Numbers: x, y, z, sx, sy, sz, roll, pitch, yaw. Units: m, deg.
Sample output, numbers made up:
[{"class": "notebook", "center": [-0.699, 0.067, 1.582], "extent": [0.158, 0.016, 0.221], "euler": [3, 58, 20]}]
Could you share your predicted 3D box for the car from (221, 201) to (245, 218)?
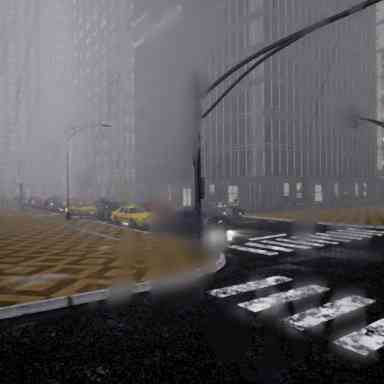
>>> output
[{"class": "car", "center": [2.494, 1.455, 27.736], "extent": [2.008, 1.369, 4.403], "euler": [-1, 1, -36]}]

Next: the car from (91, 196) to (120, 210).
[{"class": "car", "center": [-11.009, 1.390, 42.074], "extent": [1.882, 1.535, 5.008], "euler": [-1, 1, -36]}]

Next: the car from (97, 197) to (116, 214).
[{"class": "car", "center": [-6.584, 1.521, 30.857], "extent": [2.033, 1.411, 5.357], "euler": [-1, 1, -36]}]

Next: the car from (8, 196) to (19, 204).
[{"class": "car", "center": [-33.220, 1.494, 63.652], "extent": [2.008, 1.369, 4.403], "euler": [-1, 1, -36]}]

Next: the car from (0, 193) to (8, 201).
[{"class": "car", "center": [-46.204, 1.449, 81.694], "extent": [1.887, 1.381, 4.507], "euler": [-1, 1, -36]}]

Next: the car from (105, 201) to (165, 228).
[{"class": "car", "center": [-4.013, 1.552, 22.844], "extent": [1.752, 1.417, 4.829], "euler": [-1, 1, -36]}]

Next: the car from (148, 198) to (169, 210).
[{"class": "car", "center": [-4.057, 1.328, 36.716], "extent": [1.967, 1.590, 4.097], "euler": [-1, 1, -36]}]

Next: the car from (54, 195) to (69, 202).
[{"class": "car", "center": [-26.824, 1.407, 68.255], "extent": [1.802, 1.307, 4.206], "euler": [-1, 1, -36]}]

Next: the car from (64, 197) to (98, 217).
[{"class": "car", "center": [-10.448, 1.533, 31.908], "extent": [1.752, 1.417, 4.829], "euler": [-1, 1, -36]}]

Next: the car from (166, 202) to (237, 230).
[{"class": "car", "center": [0.488, 1.557, 21.031], "extent": [1.994, 1.385, 4.181], "euler": [-1, 1, -36]}]

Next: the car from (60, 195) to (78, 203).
[{"class": "car", "center": [-23.578, 1.385, 63.744], "extent": [2.008, 1.369, 4.403], "euler": [-1, 1, -36]}]

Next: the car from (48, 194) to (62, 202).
[{"class": "car", "center": [-30.071, 1.256, 72.764], "extent": [1.967, 1.590, 4.097], "euler": [-1, 1, -36]}]

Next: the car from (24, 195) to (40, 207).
[{"class": "car", "center": [-23.483, 1.411, 50.120], "extent": [1.967, 1.590, 4.097], "euler": [-1, 1, -36]}]

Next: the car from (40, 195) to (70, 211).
[{"class": "car", "center": [-16.991, 1.429, 41.099], "extent": [1.967, 1.590, 4.097], "euler": [-1, 1, -36]}]

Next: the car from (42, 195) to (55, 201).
[{"class": "car", "center": [-33.416, 1.331, 77.413], "extent": [1.752, 1.417, 4.829], "euler": [-1, 1, -36]}]

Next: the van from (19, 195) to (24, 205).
[{"class": "van", "center": [-26.730, 1.303, 54.629], "extent": [1.690, 1.788, 3.998], "euler": [-1, 1, -36]}]
